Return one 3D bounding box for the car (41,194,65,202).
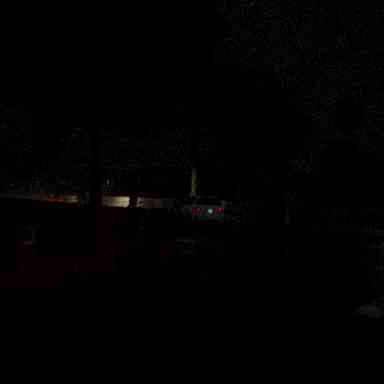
[{"bbox_3d":[-19.477,1.244,46.371,2.150,2.045,5.566,0,0,-36],"label":"car"}]

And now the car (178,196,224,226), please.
[{"bbox_3d":[0.580,1.285,23.399,2.150,2.045,5.566,2,-1,-12],"label":"car"}]
